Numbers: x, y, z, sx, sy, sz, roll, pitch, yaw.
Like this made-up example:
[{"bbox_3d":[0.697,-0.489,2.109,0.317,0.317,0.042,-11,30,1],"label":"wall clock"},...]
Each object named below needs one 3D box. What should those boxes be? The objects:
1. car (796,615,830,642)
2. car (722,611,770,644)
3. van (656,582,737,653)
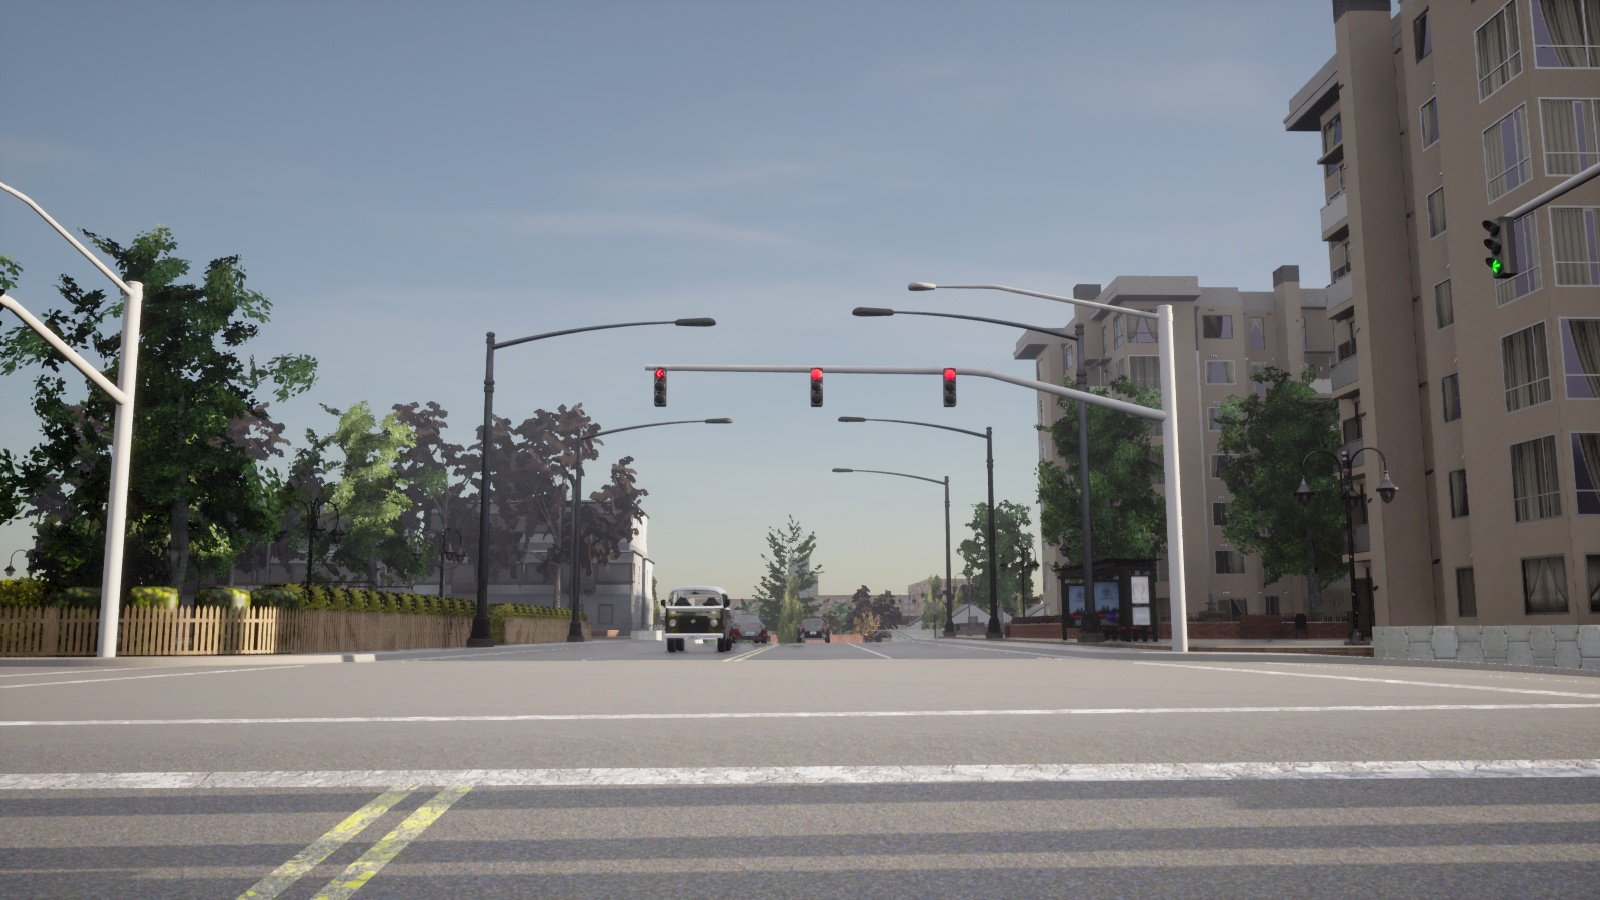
[{"bbox_3d":[0.846,11.671,81.852,2.152,1.651,5.027,0,-9,1],"label":"car"},{"bbox_3d":[-2.873,9.277,65.533,2.033,1.649,4.856,1,-8,-8],"label":"car"},{"bbox_3d":[-3.100,5.184,38.656,2.069,2.038,4.480,0,-8,1],"label":"van"}]
